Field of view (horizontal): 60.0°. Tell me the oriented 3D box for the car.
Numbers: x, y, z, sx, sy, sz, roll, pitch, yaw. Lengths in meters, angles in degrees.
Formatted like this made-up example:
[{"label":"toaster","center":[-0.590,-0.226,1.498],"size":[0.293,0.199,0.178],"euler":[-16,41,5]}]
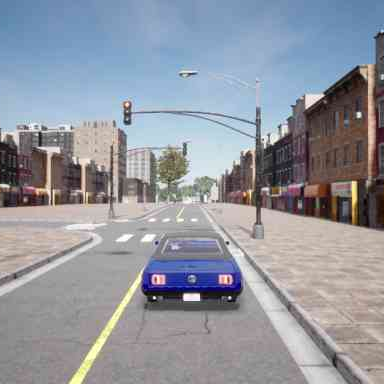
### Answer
[{"label":"car","center":[0.006,1.612,8.226],"size":[1.895,1.301,4.718],"euler":[0,0,0]}]
